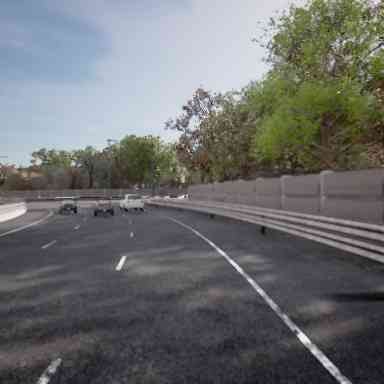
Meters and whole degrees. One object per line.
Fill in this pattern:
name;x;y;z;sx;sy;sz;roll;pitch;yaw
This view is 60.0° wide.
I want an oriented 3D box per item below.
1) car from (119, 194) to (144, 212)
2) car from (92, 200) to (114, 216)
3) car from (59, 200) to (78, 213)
car;-7.281;1.273;39.781;2.150;2.045;5.566;0;0;-20
car;-9.119;1.566;34.205;2.128;1.511;4.902;0;0;-17
car;-14.607;1.656;39.190;1.812;1.442;4.674;0;0;-22
